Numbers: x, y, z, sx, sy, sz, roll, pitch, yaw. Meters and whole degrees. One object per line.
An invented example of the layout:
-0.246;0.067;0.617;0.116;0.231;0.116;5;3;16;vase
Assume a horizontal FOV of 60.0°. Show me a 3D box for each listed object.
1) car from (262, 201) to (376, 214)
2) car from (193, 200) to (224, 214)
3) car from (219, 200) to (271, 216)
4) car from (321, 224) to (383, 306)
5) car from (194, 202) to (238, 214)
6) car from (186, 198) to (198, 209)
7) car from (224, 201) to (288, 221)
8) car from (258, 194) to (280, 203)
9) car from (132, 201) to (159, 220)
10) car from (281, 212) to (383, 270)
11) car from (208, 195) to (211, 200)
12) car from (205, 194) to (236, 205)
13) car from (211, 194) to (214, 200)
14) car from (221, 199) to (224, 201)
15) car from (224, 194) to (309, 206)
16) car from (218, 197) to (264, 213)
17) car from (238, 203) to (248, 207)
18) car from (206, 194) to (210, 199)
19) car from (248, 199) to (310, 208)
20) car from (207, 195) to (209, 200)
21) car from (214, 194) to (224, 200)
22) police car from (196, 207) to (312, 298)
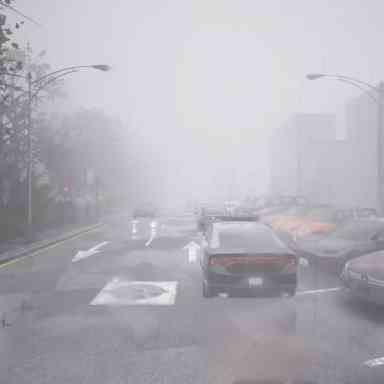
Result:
5.354;1.367;12.847;4.553;1.767;2.185;1;0;-20;car
1.205;1.550;24.557;1.812;1.442;4.674;0;0;0;car
5.369;1.563;33.839;4.792;1.488;2.163;1;0;-20;car
5.311;1.528;6.835;4.674;1.452;2.002;1;0;-20;car
1.187;1.519;18.558;1.837;1.490;4.892;0;0;0;car
0.080;1.583;46.163;2.128;1.511;4.902;0;0;0;car
5.343;1.547;27.838;4.792;1.488;2.163;1;0;-20;car
18.442;1.469;79.894;2.435;2.045;5.566;0;0;-21;car
-3.922;1.539;28.721;1.837;1.490;4.892;0;0;0;car
5.286;1.518;9.827;4.792;1.488;2.163;1;0;-20;car
5.430;1.587;48.874;5.008;1.535;2.097;1;-1;-20;car
5.463;1.396;63.912;5.566;2.045;2.435;1;0;-20;car
5.465;1.450;45.872;4.553;1.767;2.185;1;0;-20;car
5.187;1.505;24.781;5.366;1.575;1.946;1;0;-20;car
5.340;1.253;21.823;5.566;2.045;2.435;1;0;-20;car
5.373;1.417;36.854;4.553;1.767;2.185;1;0;-20;car
5.336;1.540;18.845;4.674;1.452;2.002;1;0;-20;car
5.269;1.617;57.819;5.366;1.575;1.946;1;0;-20;car
5.363;1.370;15.848;4.553;1.767;2.185;1;0;-20;car
5.449;1.651;54.877;4.674;1.452;2.002;1;0;-20;car
5.360;1.273;30.840;5.566;2.045;2.435;1;0;-20;car
1.166;1.428;8.667;1.930;1.638;5.238;0;0;0;police car
